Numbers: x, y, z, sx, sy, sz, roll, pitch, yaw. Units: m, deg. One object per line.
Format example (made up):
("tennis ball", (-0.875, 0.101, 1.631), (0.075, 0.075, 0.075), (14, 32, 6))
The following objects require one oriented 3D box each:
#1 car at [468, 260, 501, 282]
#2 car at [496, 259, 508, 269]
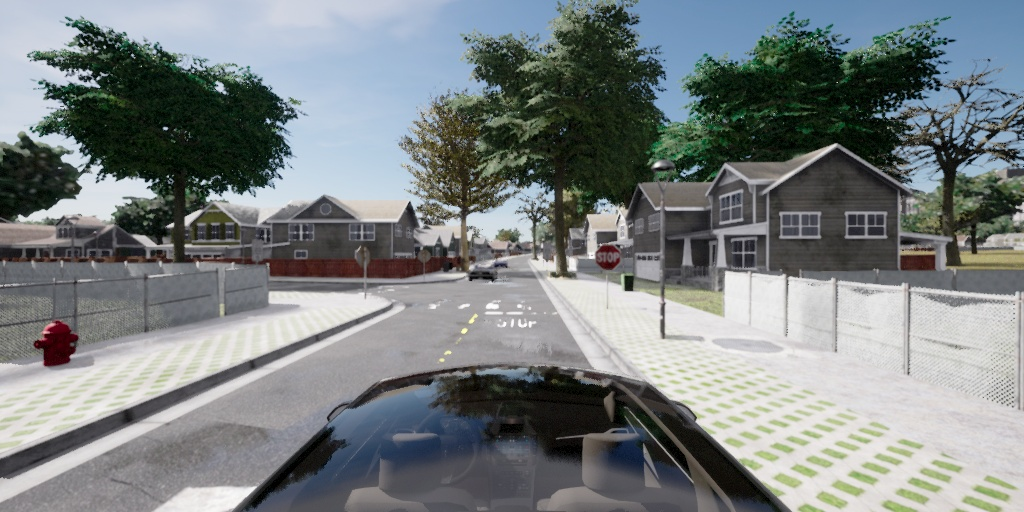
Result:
("car", (-2.122, 1.229, 27.039), (1.895, 1.301, 4.718), (0, 1, 2))
("car", (-1.509, 1.045, 48.844), (1.895, 1.301, 4.718), (0, 1, 2))
